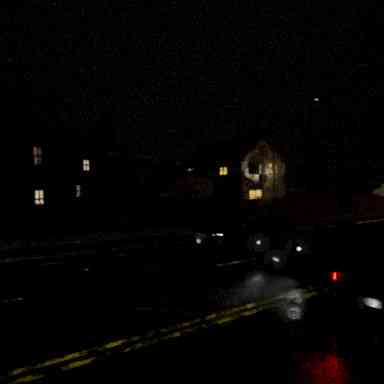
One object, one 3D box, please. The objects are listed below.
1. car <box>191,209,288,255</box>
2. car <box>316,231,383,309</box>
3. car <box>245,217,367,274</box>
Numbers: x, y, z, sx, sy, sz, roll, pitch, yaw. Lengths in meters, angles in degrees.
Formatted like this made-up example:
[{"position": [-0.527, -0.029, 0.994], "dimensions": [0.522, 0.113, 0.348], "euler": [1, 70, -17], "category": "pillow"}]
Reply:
[{"position": [2.229, 1.469, 13.261], "dimensions": [4.902, 1.511, 2.128], "euler": [0, 0, -36], "category": "car"}, {"position": [4.874, 1.583, 6.916], "dimensions": [4.718, 1.301, 1.895], "euler": [0, 0, -36], "category": "car"}, {"position": [4.158, 1.578, 10.644], "dimensions": [4.718, 1.301, 1.895], "euler": [0, 0, -36], "category": "car"}]
